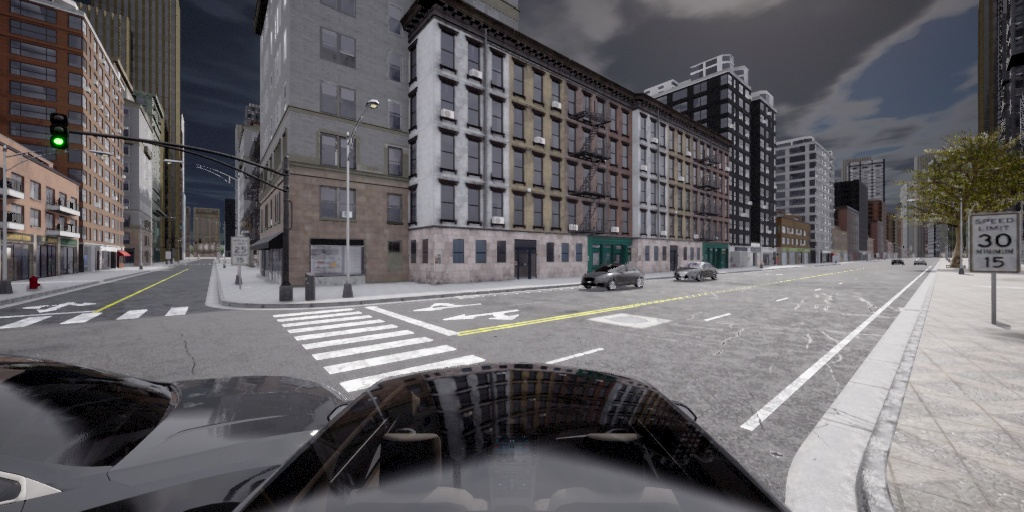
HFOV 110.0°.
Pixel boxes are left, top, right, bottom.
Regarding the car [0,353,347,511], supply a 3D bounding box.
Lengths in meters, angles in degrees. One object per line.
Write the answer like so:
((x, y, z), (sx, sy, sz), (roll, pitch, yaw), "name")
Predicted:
((-3.246, 1.257, 1.587), (4.892, 1.490, 1.837), (0, 0, -35), "car")

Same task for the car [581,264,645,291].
((6.271, 1.259, 22.037), (4.892, 1.490, 1.837), (1, 0, -40), "car")

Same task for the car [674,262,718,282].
((15.086, 1.233, 29.359), (4.902, 1.511, 2.128), (0, 0, -40), "car")
